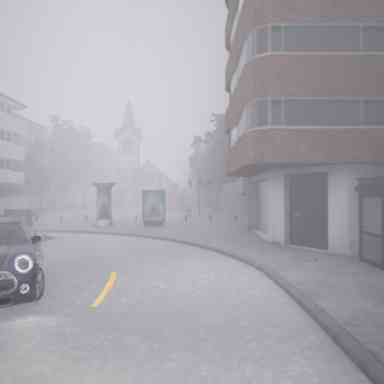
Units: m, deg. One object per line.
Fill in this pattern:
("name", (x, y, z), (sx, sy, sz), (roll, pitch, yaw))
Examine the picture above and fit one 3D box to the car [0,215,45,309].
("car", (-4.737, 1.415, 7.883), (2.097, 1.767, 4.553), (0, 0, -23))
